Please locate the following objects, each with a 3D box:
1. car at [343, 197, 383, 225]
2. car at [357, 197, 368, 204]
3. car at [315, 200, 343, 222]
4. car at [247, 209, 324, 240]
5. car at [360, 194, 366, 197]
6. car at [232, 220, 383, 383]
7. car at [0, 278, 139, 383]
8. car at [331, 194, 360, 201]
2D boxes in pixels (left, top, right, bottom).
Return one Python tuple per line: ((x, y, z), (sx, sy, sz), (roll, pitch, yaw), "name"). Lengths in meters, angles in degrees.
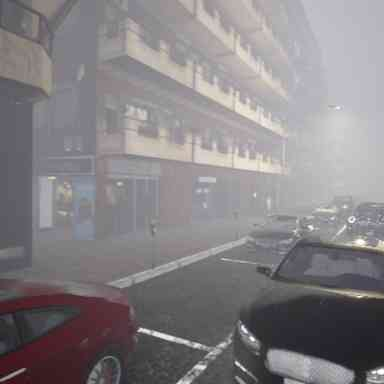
((9.441, 1.361, 17.523), (2.097, 1.767, 4.553), (2, 1, 30), "car")
((33.839, 1.612, 65.963), (1.802, 1.307, 4.206), (1, 0, 30), "car")
((8.941, 1.501, 22.121), (2.008, 1.369, 4.403), (1, 0, 30), "car")
((3.409, 1.484, 12.379), (2.008, 1.369, 4.403), (1, 0, 30), "car")
((28.306, 1.563, 56.220), (2.008, 1.369, 4.403), (1, 0, 30), "car")
((2.201, 1.478, 4.974), (2.128, 1.511, 4.902), (2, 1, 30), "car")
((-2.125, 1.499, 2.636), (1.802, 1.307, 4.206), (1, 0, 30), "car")
((14.477, 1.283, 31.863), (2.192, 1.841, 5.009), (1, 0, 30), "car")
